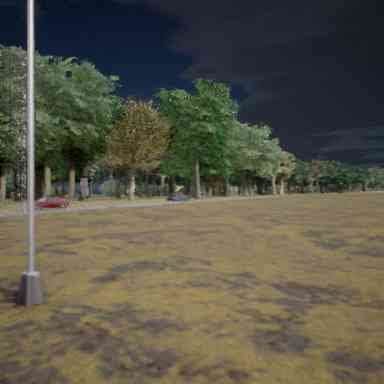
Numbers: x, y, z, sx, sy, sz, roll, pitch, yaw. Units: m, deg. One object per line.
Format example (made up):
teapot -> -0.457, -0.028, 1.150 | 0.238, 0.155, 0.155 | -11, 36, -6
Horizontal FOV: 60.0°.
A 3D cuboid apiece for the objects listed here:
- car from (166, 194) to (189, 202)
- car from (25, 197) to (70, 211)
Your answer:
car -> -2.335, 0.951, 54.146 | 1.994, 1.385, 4.181 | -3, -1, 36
car -> -15.497, 1.257, 35.762 | 1.812, 1.442, 4.674 | -3, -1, 36
